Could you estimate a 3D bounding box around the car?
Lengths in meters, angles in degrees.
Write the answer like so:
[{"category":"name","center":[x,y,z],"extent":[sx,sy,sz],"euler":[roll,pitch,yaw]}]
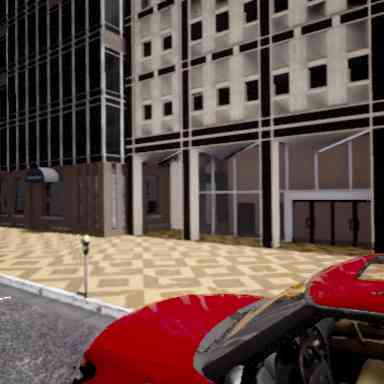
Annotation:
[{"category":"car","center":[1.403,1.313,1.880],"extent":[5.009,1.841,2.192],"euler":[-1,-1,35]}]
